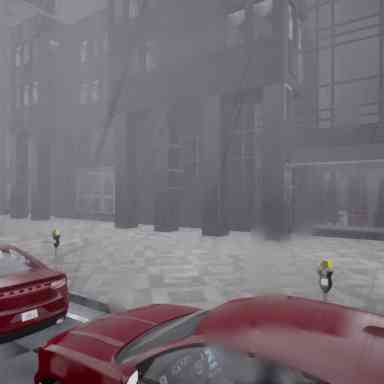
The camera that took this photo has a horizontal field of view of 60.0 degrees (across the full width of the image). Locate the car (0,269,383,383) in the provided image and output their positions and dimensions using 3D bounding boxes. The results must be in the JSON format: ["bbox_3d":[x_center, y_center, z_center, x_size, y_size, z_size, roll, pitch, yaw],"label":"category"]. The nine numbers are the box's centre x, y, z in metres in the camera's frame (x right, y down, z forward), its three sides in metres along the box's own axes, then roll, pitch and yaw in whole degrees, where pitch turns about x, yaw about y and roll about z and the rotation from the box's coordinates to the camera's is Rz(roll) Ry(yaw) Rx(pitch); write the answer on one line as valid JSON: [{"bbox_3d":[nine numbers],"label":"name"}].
[{"bbox_3d":[0.564,1.545,2.557,4.507,1.381,1.887,0,0,35],"label":"car"}]

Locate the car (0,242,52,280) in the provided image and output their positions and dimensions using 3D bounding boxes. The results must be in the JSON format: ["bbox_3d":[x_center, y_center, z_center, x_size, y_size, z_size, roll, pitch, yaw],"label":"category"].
[{"bbox_3d":[-4.027,1.545,5.826,4.507,1.381,1.887,0,0,35],"label":"car"}]
